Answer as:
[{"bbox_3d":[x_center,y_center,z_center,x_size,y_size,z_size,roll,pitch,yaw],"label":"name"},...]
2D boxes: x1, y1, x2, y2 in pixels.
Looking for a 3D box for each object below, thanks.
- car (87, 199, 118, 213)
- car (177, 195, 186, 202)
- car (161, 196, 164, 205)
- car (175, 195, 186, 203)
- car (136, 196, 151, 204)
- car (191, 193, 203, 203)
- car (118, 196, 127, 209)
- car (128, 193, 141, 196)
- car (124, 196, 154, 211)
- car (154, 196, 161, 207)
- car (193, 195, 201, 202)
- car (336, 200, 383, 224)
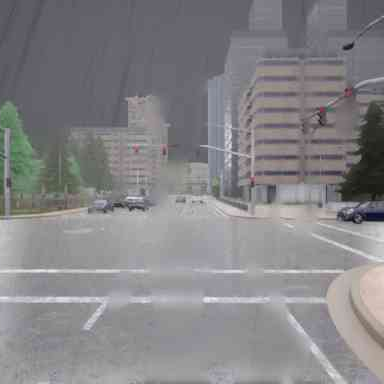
[{"bbox_3d":[-9.847,1.526,36.394,1.812,1.442,4.674,0,0,1],"label":"car"},{"bbox_3d":[-2.361,1.478,77.288,1.882,1.535,5.008,0,0,1],"label":"car"},{"bbox_3d":[-6.105,1.477,59.936,1.882,1.535,5.008,0,0,0],"label":"car"},{"bbox_3d":[-2.349,1.564,68.332,1.994,1.385,4.181,0,0,1],"label":"car"},{"bbox_3d":[-9.511,1.491,65.686,2.128,1.511,4.902,0,0,1],"label":"car"},{"bbox_3d":[1.037,1.221,66.915,2.150,2.045,5.566,0,0,1],"label":"car"},{"bbox_3d":[-9.773,1.601,45.494,1.895,1.301,4.718,0,0,1],"label":"car"},{"bbox_3d":[-9.660,1.221,55.454,2.150,2.045,5.566,0,0,1],"label":"car"},{"bbox_3d":[-6.325,1.547,40.272,2.033,1.411,5.357,0,0,1],"label":"car"},{"bbox_3d":[-6.231,1.564,49.479,1.994,1.385,4.181,0,0,0],"label":"car"},{"bbox_3d":[1.132,1.521,76.600,1.812,1.442,4.674,0,0,1],"label":"car"},{"bbox_3d":[12.948,1.352,24.066,4.553,1.767,2.097,0,0,1],"label":"car"}]
